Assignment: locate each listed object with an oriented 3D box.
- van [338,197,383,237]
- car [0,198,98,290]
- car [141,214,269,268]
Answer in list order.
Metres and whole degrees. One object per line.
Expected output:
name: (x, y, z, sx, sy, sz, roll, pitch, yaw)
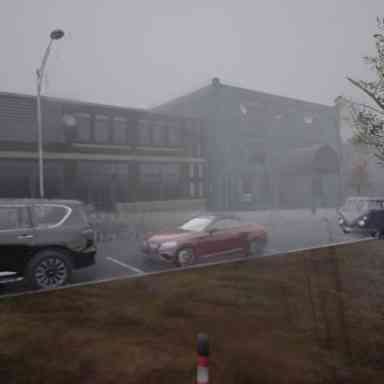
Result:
van: (9.515, 1.235, 17.491, 4.442, 1.987, 1.878, 0, 0, -33)
car: (-4.897, 1.175, 7.187, 5.566, 2.045, 2.435, 0, 0, -35)
car: (0.591, 1.470, 11.109, 4.674, 1.452, 2.002, 0, 0, -35)
